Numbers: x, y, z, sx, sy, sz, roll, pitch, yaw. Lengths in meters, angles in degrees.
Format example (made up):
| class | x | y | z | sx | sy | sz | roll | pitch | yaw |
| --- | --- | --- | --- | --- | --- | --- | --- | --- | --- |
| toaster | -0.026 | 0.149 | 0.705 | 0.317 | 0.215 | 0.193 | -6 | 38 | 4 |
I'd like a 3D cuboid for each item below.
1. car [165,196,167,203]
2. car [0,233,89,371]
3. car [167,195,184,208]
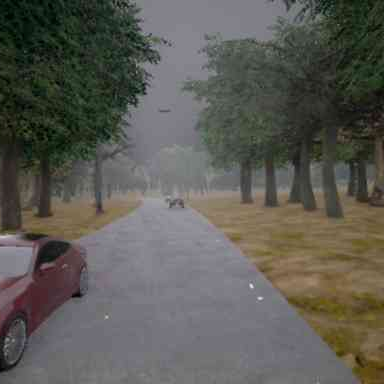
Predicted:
| class | x | y | z | sx | sy | sz | roll | pitch | yaw |
| --- | --- | --- | --- | --- | --- | --- | --- | --- | --- |
| car | -4.145 | 1.353 | 63.197 | 1.812 | 1.442 | 4.674 | 0 | 0 | -7 |
| car | -3.166 | 1.507 | 5.755 | 1.812 | 1.442 | 4.674 | 0 | 0 | -1 |
| car | -2.148 | 1.359 | 45.434 | 1.837 | 1.490 | 4.892 | 0 | 0 | -5 |
